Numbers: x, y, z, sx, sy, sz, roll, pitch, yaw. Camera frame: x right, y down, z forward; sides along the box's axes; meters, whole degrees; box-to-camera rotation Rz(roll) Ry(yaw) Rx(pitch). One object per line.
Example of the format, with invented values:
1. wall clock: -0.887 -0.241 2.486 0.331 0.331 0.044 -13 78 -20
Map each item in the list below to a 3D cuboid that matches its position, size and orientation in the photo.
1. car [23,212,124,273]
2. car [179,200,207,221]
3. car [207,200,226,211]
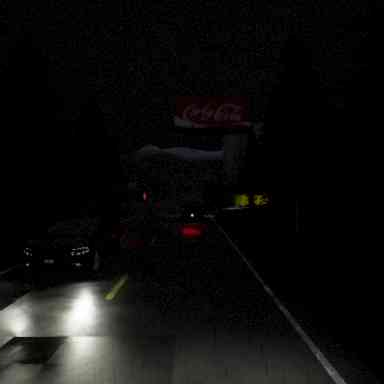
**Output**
1. car: -3.549 1.469 10.805 1.882 1.535 5.008 0 0 1
2. car: 0.043 1.482 27.011 1.837 1.490 4.892 0 0 1
3. car: 2.318 1.726 43.230 4.718 1.301 1.895 0 0 -43
